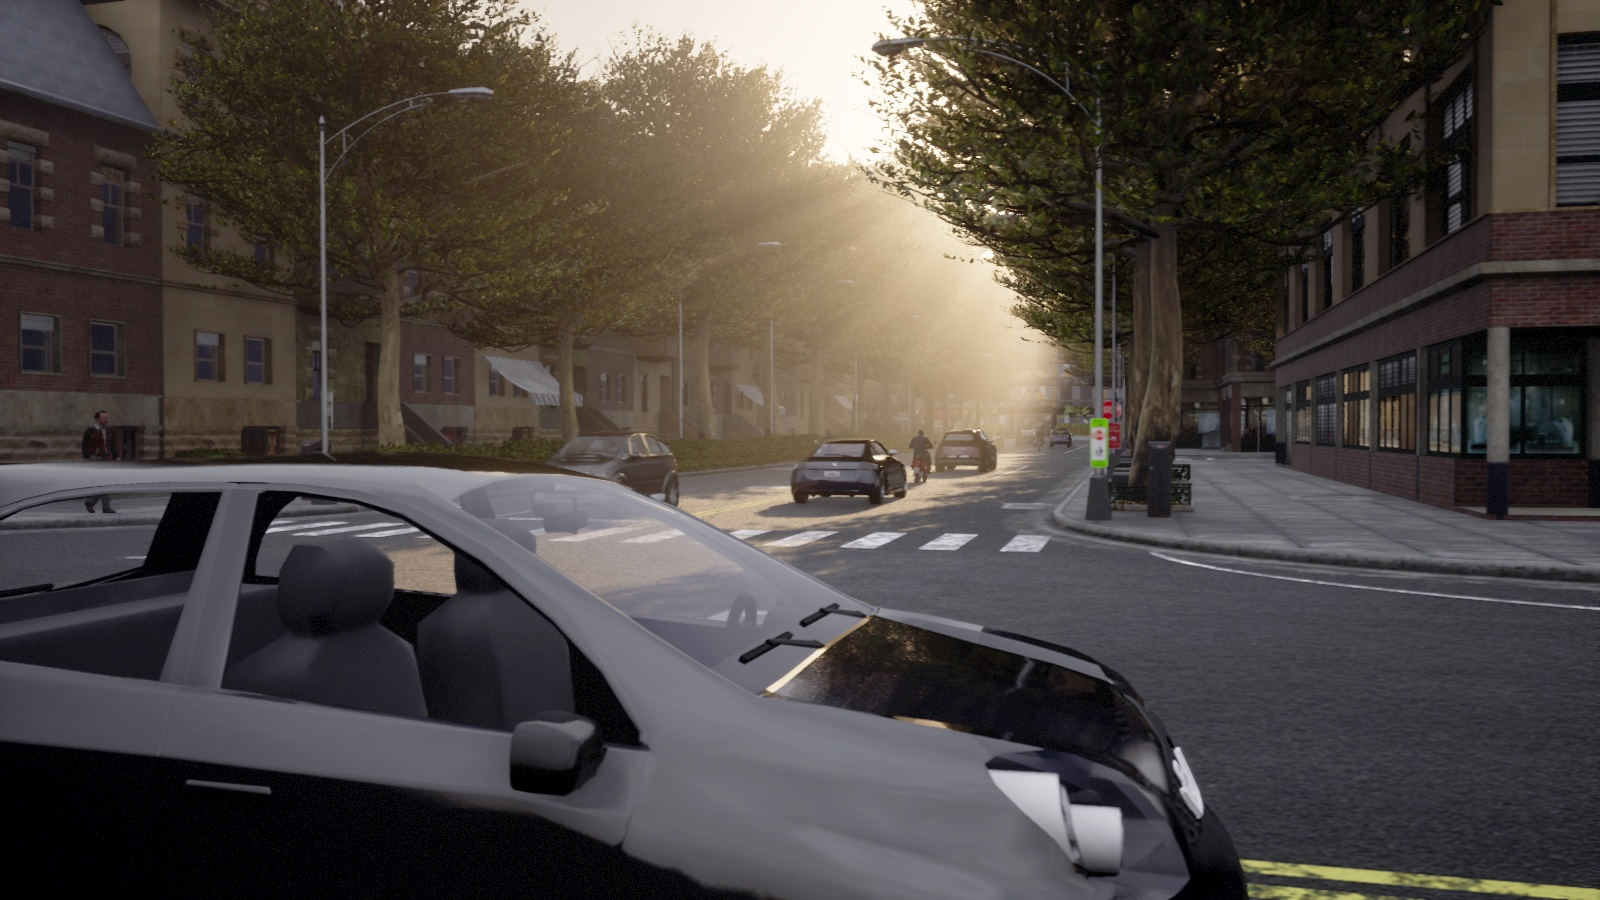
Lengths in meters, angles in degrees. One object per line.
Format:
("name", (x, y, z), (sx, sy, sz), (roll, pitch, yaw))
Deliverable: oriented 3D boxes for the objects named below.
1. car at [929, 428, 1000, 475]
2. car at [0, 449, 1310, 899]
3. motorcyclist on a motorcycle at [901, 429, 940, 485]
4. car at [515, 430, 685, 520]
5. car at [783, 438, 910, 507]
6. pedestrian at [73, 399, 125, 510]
("car", (6.274, 0.018, 47.399), (2.033, 1.649, 4.856), (1, 1, 15))
("car", (-0.790, 0.782, 3.185), (3.633, 1.501, 1.845), (1, 1, 15))
("motorcyclist on a motorcycle", (3.577, 0.192, 37.196), (0.866, 1.590, 1.817), (1, 1, 15))
("car", (-3.662, 0.400, 23.618), (1.789, 1.549, 3.705), (1, 1, 15))
("car", (1.125, 0.440, 27.938), (1.994, 1.385, 4.181), (1, 1, 14))
("pedestrian", (-11.933, 0.068, 21.372), (0.720, 1.854, 0.376), (1, 1, 16))
